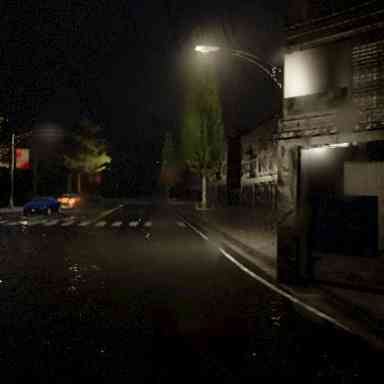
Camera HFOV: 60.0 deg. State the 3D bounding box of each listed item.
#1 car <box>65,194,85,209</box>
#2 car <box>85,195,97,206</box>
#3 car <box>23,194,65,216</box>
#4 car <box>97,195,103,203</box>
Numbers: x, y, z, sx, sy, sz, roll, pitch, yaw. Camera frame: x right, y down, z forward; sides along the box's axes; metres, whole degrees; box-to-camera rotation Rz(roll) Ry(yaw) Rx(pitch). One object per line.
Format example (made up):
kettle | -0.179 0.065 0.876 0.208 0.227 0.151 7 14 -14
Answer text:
car | -13.864 0.988 37.364 2.097 1.767 4.553 1 0 -7
car | -15.220 1.114 47.243 1.882 1.535 5.008 1 0 -8
car | -12.598 1.132 28.232 1.882 1.535 5.008 1 0 -7
car | -16.680 1.205 57.746 2.033 1.411 5.357 1 0 -8
